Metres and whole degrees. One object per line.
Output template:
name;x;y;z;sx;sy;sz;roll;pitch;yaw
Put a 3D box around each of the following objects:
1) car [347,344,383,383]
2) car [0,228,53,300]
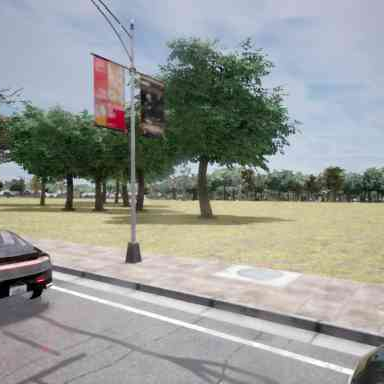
car;3.267;1.493;1.346;4.902;1.511;2.128;0;0;36
car;-5.009;1.515;7.229;4.902;1.511;2.128;0;0;36
